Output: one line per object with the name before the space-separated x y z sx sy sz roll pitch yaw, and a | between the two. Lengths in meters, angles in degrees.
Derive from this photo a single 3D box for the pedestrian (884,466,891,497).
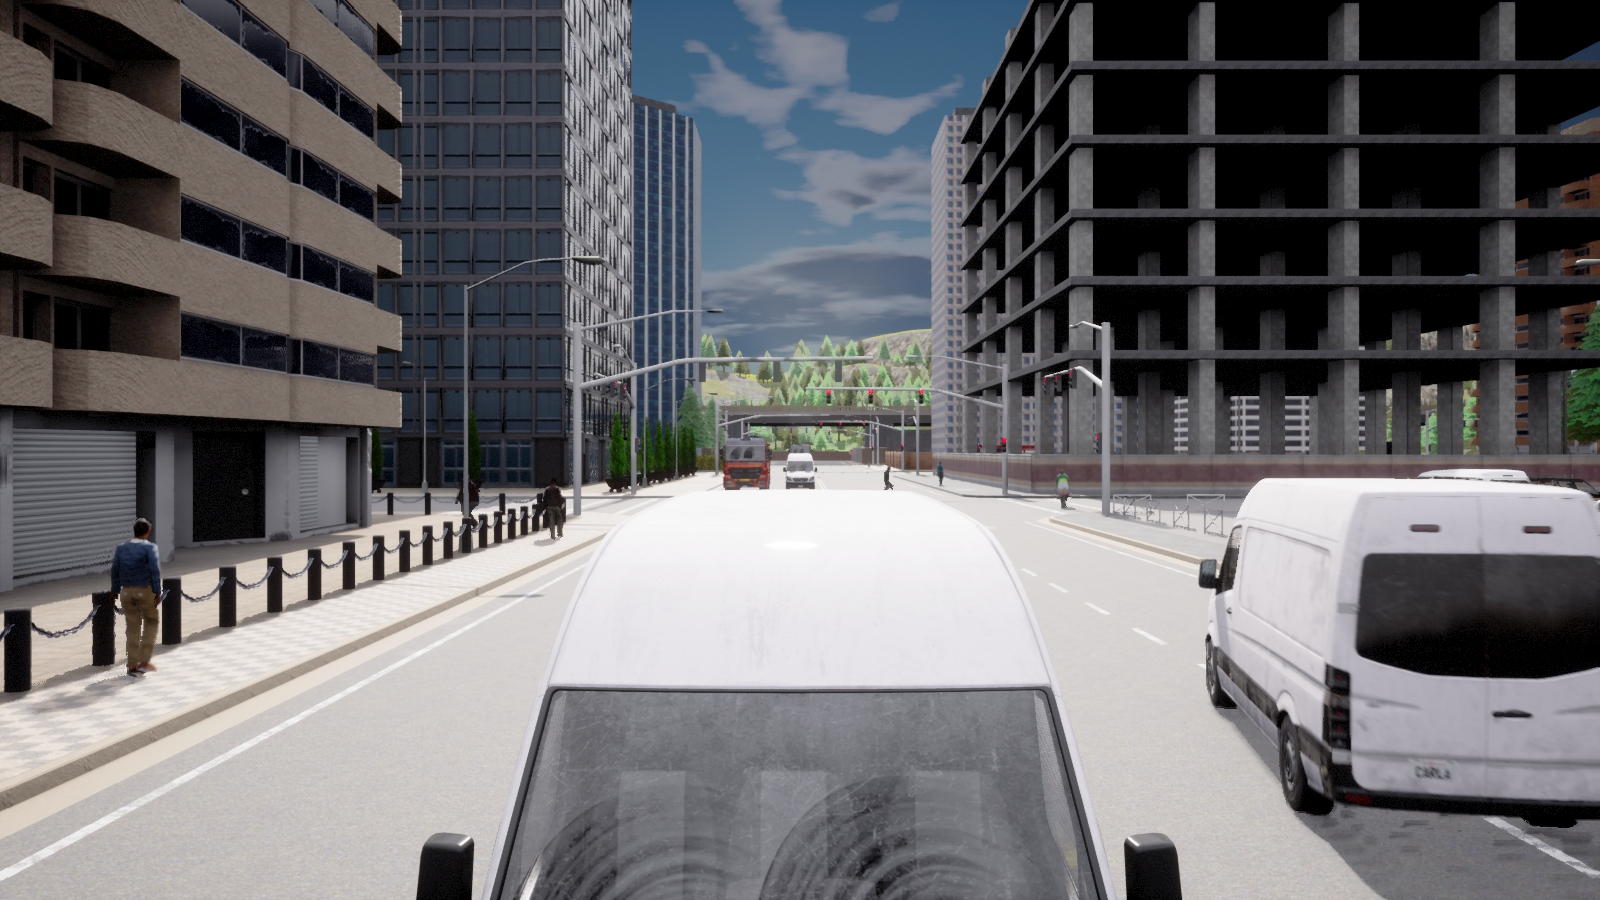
pedestrian | 5.165 1.849 67.360 0.375 1.860 0.375 0 0 2

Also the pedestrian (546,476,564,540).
pedestrian | -7.165 1.697 33.420 0.375 1.860 0.375 0 0 11

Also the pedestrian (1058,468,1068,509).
pedestrian | 12.280 1.793 53.349 0.375 1.860 0.375 0 0 7

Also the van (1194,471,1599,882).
van | 5.095 1.534 10.467 1.988 2.561 5.915 0 0 11

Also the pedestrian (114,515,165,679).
pedestrian | -7.684 1.699 13.306 0.375 1.860 0.375 0 0 1

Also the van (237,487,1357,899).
van | -0.002 1.534 4.985 1.988 2.561 5.915 0 0 0

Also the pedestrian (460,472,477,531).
pedestrian | -10.648 1.649 36.678 0.375 1.860 0.375 0 0 22

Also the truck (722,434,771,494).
truck | -3.496 0.891 77.013 2.891 3.827 8.468 0 0 0
